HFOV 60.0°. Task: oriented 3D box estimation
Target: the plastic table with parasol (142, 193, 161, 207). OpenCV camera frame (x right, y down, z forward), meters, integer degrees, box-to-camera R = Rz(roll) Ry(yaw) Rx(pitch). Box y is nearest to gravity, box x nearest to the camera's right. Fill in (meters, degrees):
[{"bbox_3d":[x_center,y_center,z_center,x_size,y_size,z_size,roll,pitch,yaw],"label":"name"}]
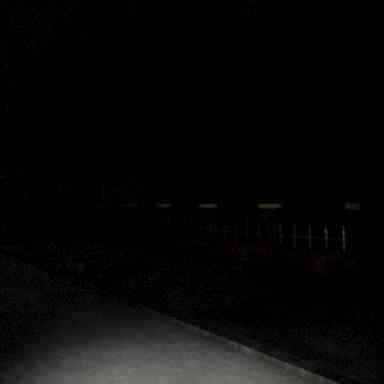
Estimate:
[{"bbox_3d":[-7.813,1.573,64.092,2.482,2.480,2.482,-2,0,-43],"label":"plastic table with parasol"}]
